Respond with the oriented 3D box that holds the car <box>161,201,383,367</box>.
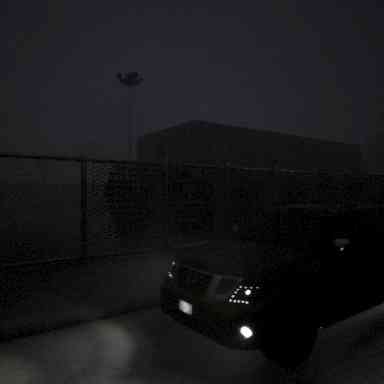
[{"bbox_3d":[2.164,1.219,6.131,5.566,2.045,2.150,0,0,-36],"label":"car"}]
